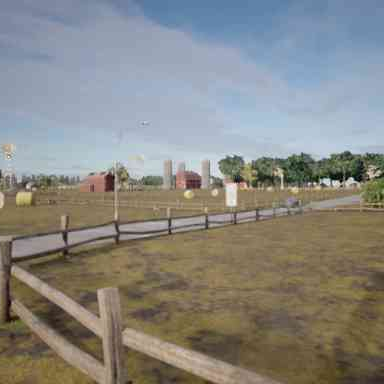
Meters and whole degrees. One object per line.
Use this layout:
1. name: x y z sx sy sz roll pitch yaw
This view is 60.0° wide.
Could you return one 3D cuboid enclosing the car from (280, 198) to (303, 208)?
1. car: 14.785 1.607 49.334 2.033 1.411 5.357 -1 0 36
